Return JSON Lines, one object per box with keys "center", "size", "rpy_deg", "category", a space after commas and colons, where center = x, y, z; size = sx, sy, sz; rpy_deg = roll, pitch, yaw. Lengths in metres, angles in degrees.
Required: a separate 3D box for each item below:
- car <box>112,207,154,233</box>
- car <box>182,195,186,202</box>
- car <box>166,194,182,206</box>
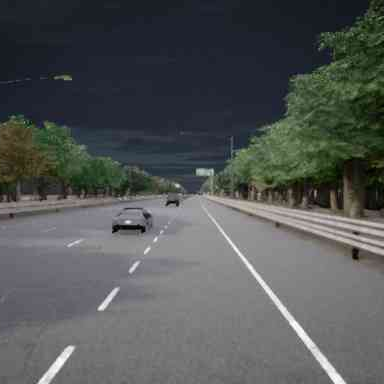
{"center": [-3.486, 1.623, 20.138], "size": [1.994, 1.385, 4.181], "rpy_deg": [0, 0, 0], "category": "car"}
{"center": [-3.142, 1.890, 84.041], "size": [2.033, 1.411, 5.357], "rpy_deg": [0, 0, 1], "category": "car"}
{"center": [-3.330, 1.453, 58.923], "size": [2.150, 2.045, 5.566], "rpy_deg": [0, 0, 0], "category": "car"}
